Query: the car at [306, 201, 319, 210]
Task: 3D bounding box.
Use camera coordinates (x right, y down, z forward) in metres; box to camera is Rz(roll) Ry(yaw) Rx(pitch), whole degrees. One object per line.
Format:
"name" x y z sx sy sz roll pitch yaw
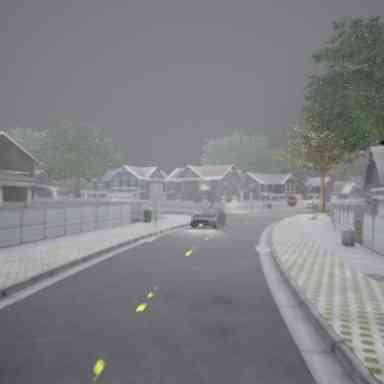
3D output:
"car" 22.521 2.441 60.844 2.128 1.511 4.902 -1 -1 43

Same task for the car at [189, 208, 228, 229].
"car" 1.395 1.915 25.172 2.033 1.411 5.357 0 -1 17
